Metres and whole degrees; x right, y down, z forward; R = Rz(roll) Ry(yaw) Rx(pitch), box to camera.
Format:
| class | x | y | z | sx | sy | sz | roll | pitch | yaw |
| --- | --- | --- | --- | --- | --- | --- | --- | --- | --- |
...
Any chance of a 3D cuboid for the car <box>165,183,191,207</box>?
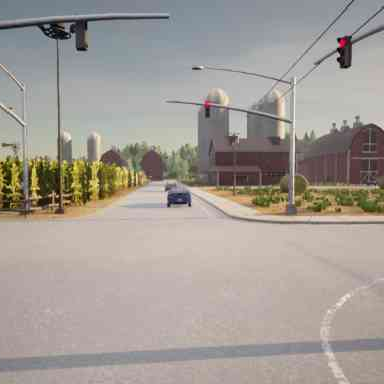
| class | x | y | z | sx | sy | sz | roll | pitch | yaw |
| --- | --- | --- | --- | --- | --- | --- | --- | --- | --- |
| car | -1.120 | 0.339 | 27.632 | 1.882 | 1.535 | 5.008 | 0 | 3 | -5 |

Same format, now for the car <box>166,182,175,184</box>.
| class | x | y | z | sx | sy | sz | roll | pitch | yaw |
| --- | --- | --- | --- | --- | --- | --- | --- | --- | --- |
| car | -3.356 | -0.826 | 52.862 | 2.128 | 1.511 | 4.902 | 0 | 3 | -5 |

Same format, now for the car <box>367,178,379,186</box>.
| class | x | y | z | sx | sy | sz | roll | pitch | yaw |
| --- | --- | --- | --- | --- | --- | --- | --- | --- | --- |
| car | 42.348 | -2.351 | 77.564 | 1.905 | 1.878 | 3.866 | 10 | 10 | 41 |
